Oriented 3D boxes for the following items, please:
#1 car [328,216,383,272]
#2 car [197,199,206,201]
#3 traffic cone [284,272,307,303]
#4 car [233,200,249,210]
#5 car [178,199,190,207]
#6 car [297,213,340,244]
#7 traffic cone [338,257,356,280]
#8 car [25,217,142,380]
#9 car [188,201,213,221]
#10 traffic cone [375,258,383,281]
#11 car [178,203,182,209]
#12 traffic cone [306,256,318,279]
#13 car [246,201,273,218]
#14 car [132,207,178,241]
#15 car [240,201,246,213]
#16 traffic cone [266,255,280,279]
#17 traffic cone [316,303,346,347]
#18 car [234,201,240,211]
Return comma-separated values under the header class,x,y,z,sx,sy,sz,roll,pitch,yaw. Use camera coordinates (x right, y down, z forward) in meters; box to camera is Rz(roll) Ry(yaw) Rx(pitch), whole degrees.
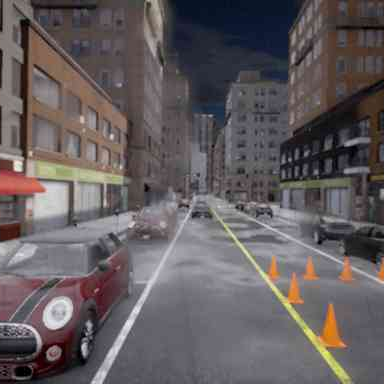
class,x,y,z,sx,sy,sz,roll,pitch,yaw
car,6.418,1.728,10.974,1.947,1.339,4.313,0,0,1
car,1.671,1.891,58.469,1.895,1.301,4.718,1,0,1
traffic cone,2.185,2.027,7.126,0.340,0.580,0.340,1,0,1
car,7.344,1.932,50.064,1.802,1.307,4.206,0,0,1
car,-1.197,1.752,50.264,1.887,1.381,4.507,0,0,1
car,6.550,1.741,16.558,2.008,1.369,4.403,0,0,1
traffic cone,4.231,2.071,9.079,0.340,0.580,0.340,1,0,1
car,-2.245,1.430,5.592,1.967,1.590,4.097,0,0,1
car,0.894,1.755,29.503,1.895,1.301,4.718,1,0,1
traffic cone,5.231,2.088,9.055,0.340,0.580,0.340,1,0,1
car,-1.853,1.658,22.343,1.802,1.307,4.206,0,0,1
traffic cone,3.232,2.055,9.103,0.340,0.580,0.340,1,0,1
car,6.948,1.824,33.311,2.008,1.369,4.403,0,0,1
car,-1.983,1.488,16.760,1.967,1.590,4.097,0,0,1
car,7.084,1.826,39.065,1.752,1.417,4.829,0,0,1
traffic cone,2.232,2.038,9.126,0.340,0.580,0.340,1,0,1
traffic cone,2.138,2.017,5.127,0.340,0.580,0.340,1,0,1
car,7.212,1.891,44.480,1.947,1.339,4.313,0,0,1
